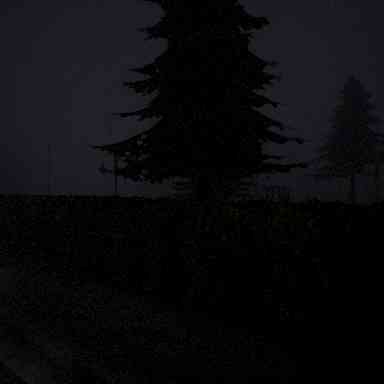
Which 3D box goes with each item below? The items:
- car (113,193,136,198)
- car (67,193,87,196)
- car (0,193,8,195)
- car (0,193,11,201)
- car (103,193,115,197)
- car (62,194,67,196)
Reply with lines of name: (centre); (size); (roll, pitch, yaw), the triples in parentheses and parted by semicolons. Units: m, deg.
car: (-10.326, 1.384, 54.287); (3.806, 1.475, 1.970); (0, 0, -45)
car: (-27.195, 1.154, 81.607); (5.027, 1.636, 2.152); (0, 0, -45)
car: (-23.730, 1.330, 41.297); (5.027, 1.636, 2.152); (0, 0, -45)
car: (-41.785, 1.097, 71.648); (4.605, 1.855, 1.932); (0, 0, -45)
car: (-15.887, 1.097, 70.708); (4.605, 1.855, 1.932); (0, 0, -45)
car: (-31.928, 1.232, 85.953); (3.806, 1.475, 1.970); (0, 0, -45)
